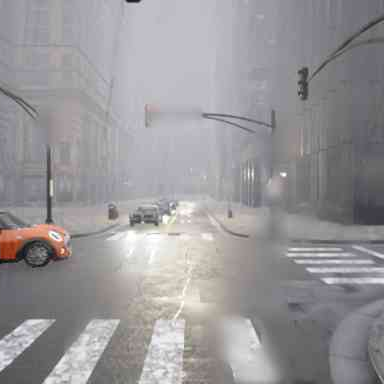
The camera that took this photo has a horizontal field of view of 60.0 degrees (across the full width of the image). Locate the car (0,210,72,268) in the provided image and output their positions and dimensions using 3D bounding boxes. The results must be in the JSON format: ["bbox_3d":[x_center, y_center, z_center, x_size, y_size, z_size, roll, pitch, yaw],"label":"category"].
[{"bbox_3d":[-6.134,1.340,10.245,4.553,1.767,2.097,0,0,-16],"label":"car"}]

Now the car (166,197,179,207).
[{"bbox_3d":[-3.071,1.547,53.213,1.812,1.442,4.674,0,0,0],"label":"car"}]

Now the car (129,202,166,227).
[{"bbox_3d":[-3.108,1.608,23.227,1.895,1.301,4.718,0,0,0],"label":"car"}]

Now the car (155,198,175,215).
[{"bbox_3d":[-3.105,1.574,33.170,1.994,1.385,4.181,0,0,0],"label":"car"}]

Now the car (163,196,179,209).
[{"bbox_3d":[-3.111,1.367,43.171,2.097,1.767,4.553,0,0,0],"label":"car"}]
